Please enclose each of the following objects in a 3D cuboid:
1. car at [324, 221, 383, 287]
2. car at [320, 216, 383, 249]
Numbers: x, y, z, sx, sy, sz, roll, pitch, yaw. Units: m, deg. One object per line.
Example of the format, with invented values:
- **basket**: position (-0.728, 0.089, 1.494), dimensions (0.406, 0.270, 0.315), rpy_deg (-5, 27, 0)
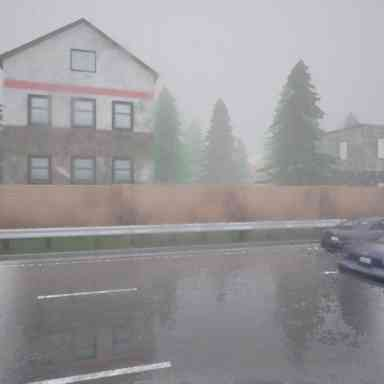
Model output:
- **car**: position (6.207, 1.547, 8.074), dimensions (5.357, 1.411, 2.033), rpy_deg (0, 0, -17)
- **car**: position (6.760, 1.562, 11.912), dimensions (4.181, 1.385, 1.994), rpy_deg (0, 0, -17)
